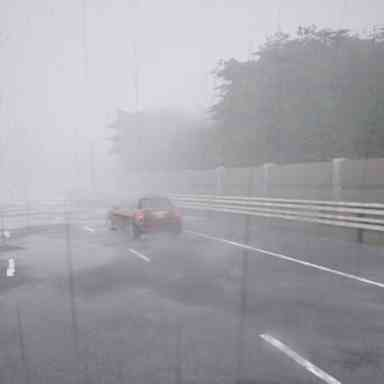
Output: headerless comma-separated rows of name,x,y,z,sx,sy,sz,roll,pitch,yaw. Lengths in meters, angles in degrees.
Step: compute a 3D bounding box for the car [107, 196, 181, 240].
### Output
car,-2.313,0.940,14.927,2.097,1.767,4.553,-2,2,-30
